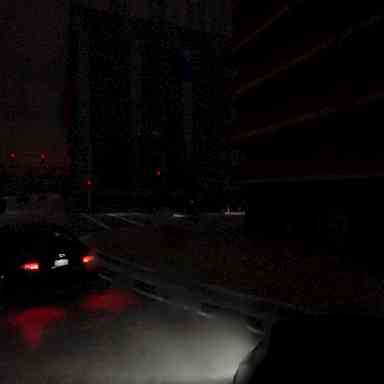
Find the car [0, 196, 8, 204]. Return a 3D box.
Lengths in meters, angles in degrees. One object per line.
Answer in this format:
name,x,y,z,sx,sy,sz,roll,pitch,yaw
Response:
car,-36.865,1.540,63.824,2.033,1.411,5.357,0,0,-23

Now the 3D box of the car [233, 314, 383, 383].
car,2.884,1.547,2.009,5.357,1.411,2.033,0,0,35

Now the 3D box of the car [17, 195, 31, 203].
car,-35.953,1.478,70.637,1.882,1.535,5.008,0,0,-23

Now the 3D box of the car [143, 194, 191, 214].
car,-2.521,1.277,36.480,5.566,2.045,2.150,0,0,-23

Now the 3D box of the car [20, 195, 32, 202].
car,-40.223,1.525,80.706,2.128,1.511,4.902,0,0,-23

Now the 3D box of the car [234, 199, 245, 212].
car,6.629,1.560,40.281,4.892,1.490,1.837,0,0,-23

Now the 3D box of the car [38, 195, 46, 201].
car,-37.091,1.540,82.286,2.033,1.411,5.357,0,0,-23

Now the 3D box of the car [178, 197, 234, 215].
car,1.470,1.560,34.348,4.892,1.490,1.837,0,0,-23

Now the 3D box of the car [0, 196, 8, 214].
car,-20.147,1.262,32.510,2.150,2.045,5.566,1,0,-7

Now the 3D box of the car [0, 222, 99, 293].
car,-4.340,1.547,9.023,2.033,1.411,5.357,0,0,-39
